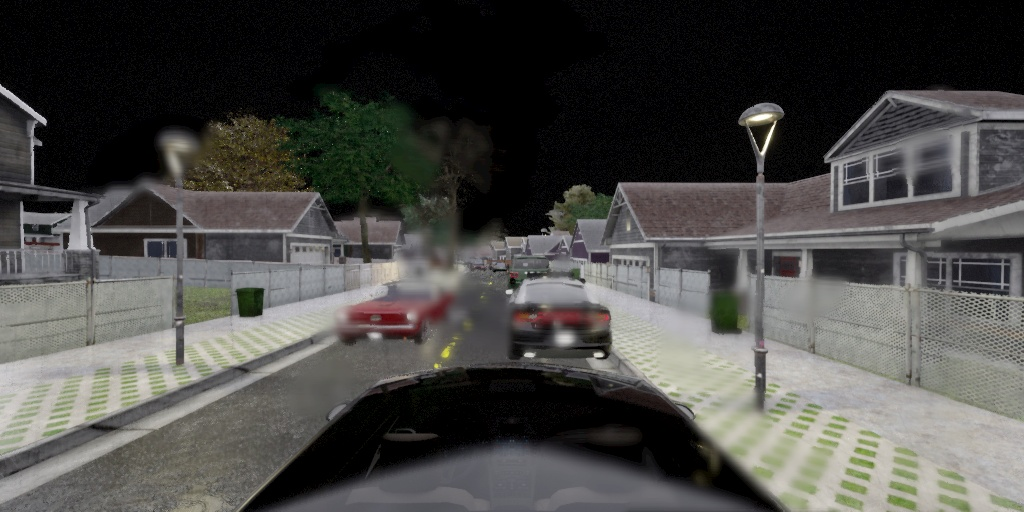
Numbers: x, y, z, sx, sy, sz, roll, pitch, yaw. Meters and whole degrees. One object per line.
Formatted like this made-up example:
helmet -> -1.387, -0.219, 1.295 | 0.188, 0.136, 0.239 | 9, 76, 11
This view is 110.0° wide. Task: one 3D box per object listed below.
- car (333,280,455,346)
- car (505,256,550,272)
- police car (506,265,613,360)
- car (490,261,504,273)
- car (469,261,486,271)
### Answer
car -> -2.801, 1.358, 9.599 | 1.895, 1.301, 4.718 | 0, 0, 0
car -> 0.841, 1.001, 18.490 | 2.150, 2.045, 5.566 | 0, 0, -1
police car -> 0.896, 1.180, 8.516 | 1.930, 1.638, 5.238 | 0, 0, 0
car -> -1.522, 1.477, 47.483 | 1.994, 1.385, 4.181 | 0, 0, -4
car -> -4.877, 1.527, 52.453 | 1.994, 1.385, 4.181 | 0, -1, -6
